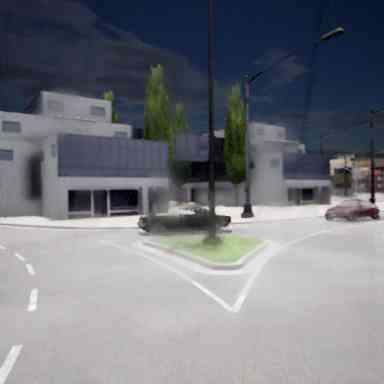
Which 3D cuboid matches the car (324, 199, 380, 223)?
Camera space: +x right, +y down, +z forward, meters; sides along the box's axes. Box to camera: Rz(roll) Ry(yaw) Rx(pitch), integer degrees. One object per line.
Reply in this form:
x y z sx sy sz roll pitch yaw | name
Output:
11.189 1.243 23.058 4.674 1.442 1.812 -1 0 -33 | car

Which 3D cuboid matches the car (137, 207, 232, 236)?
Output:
-0.444 1.483 17.421 4.718 1.301 1.895 -1 0 -17 | car
